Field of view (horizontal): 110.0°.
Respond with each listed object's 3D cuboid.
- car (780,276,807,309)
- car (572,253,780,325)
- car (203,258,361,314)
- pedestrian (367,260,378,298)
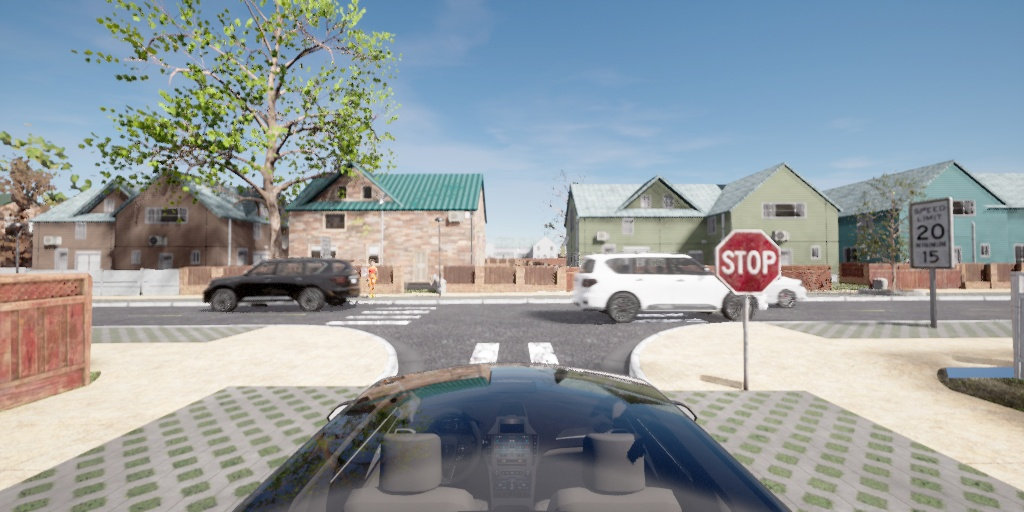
[{"bbox_3d":[8.848,1.262,14.111,4.674,1.442,1.812,-1,-1,1],"label":"car"},{"bbox_3d":[4.693,0.930,11.212,5.566,2.045,2.150,-1,-1,1],"label":"car"},{"bbox_3d":[-8.992,1.124,14.348,5.566,2.045,2.150,-1,-1,0],"label":"car"},{"bbox_3d":[-6.707,1.091,17.238,0.375,1.860,0.375,0,-1,1],"label":"pedestrian"}]
